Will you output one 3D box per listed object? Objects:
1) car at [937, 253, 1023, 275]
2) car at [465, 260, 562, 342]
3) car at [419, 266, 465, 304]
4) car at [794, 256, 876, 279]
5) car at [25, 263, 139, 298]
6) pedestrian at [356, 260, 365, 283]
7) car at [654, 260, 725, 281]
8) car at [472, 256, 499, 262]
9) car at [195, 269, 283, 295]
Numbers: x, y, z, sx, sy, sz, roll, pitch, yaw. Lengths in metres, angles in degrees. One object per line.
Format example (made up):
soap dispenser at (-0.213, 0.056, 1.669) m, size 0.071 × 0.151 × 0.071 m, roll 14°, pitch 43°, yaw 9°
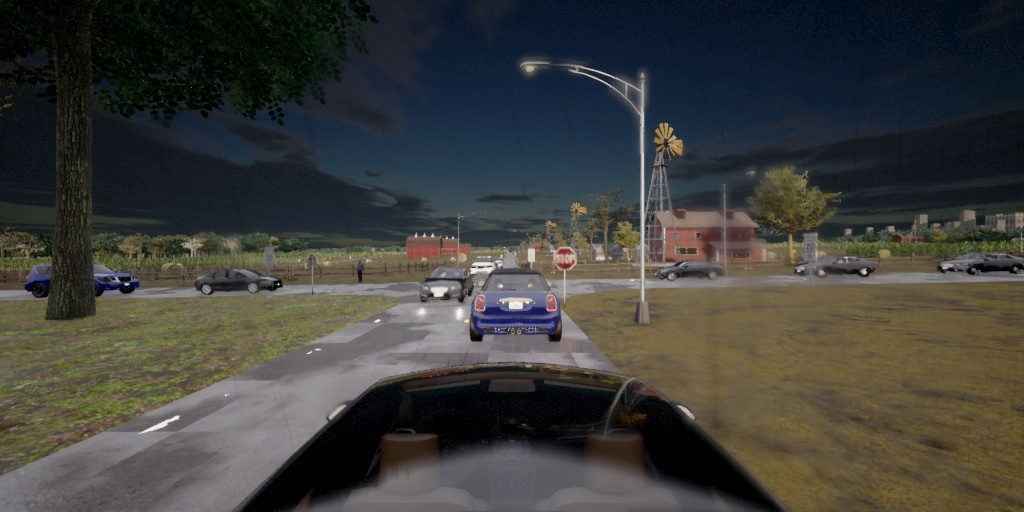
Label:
car at (33.385, 0.542, 25.558) m, size 4.902 × 1.511 × 2.128 m, roll -1°, pitch 1°, yaw 0°
car at (0.085, 1.104, 9.976) m, size 2.097 × 1.767 × 4.553 m, roll 0°, pitch 0°, yaw 0°
car at (-2.873, 1.251, 16.508) m, size 2.128 × 1.511 × 4.902 m, roll 0°, pitch 0°, yaw 0°
car at (22.967, 0.755, 25.608) m, size 4.902 × 1.511 × 2.128 m, roll -1°, pitch 1°, yaw 0°
car at (-27.286, 1.499, 22.845) m, size 5.566 × 2.045 × 2.150 m, roll -1°, pitch 1°, yaw 0°
pedestrian at (-12.195, 1.215, 28.764) m, size 0.375 × 1.860 × 0.375 m, roll 0°, pitch 2°, yaw 0°
car at (12.658, 0.994, 25.690) m, size 4.674 × 1.442 × 1.812 m, roll -1°, pitch 1°, yaw 2°
car at (-2.955, 1.030, 37.944) m, size 2.150 × 2.045 × 5.566 m, roll 0°, pitch 0°, yaw 2°
car at (-17.291, 1.598, 22.814) m, size 4.892 × 1.490 × 1.837 m, roll -1°, pitch 1°, yaw 0°
